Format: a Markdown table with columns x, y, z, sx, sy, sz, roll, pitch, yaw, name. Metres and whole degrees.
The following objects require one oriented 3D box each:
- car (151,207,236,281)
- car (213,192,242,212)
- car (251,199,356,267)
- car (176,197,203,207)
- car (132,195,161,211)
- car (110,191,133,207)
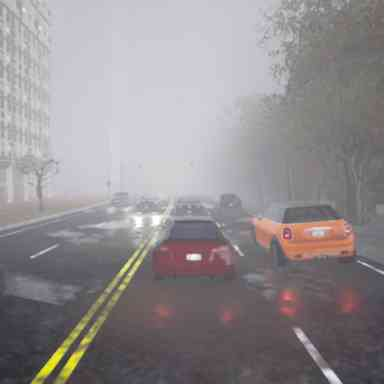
| x | y | z | sx | sy | sz | roll | pitch | yaw | name |
| --- | --- | --- | --- | --- | --- | --- | --- | --- | --- |
| 0.030 | 1.341 | 9.224 | 1.994 | 1.385 | 4.181 | 0 | 1 | 0 | car |
| 2.930 | 0.759 | 28.070 | 1.882 | 1.535 | 5.008 | -4 | 2 | -2 | car |
| 3.241 | 1.044 | 10.715 | 2.097 | 1.767 | 4.553 | -4 | 2 | -1 | car |
| -0.230 | 1.009 | 25.016 | 1.895 | 1.301 | 4.718 | 0 | 1 | -1 | car |
| -3.776 | 0.907 | 29.344 | 1.895 | 1.301 | 4.718 | 0 | 1 | -2 | car |
| -7.200 | 0.692 | 34.481 | 1.837 | 1.490 | 4.892 | 0 | 1 | -2 | car |
